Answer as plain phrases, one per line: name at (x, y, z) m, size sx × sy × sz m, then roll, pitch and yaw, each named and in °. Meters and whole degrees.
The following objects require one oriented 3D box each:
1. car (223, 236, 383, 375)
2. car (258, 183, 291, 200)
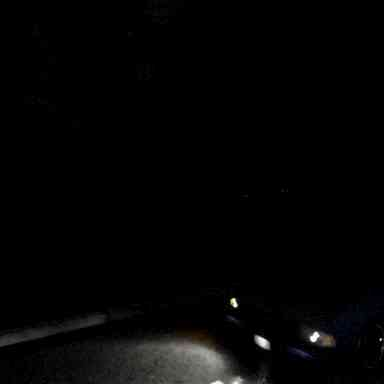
car at (3.116, 1.523, 5.720) m, size 5.357 × 1.411 × 2.033 m, roll 0°, pitch 0°, yaw -33°
car at (9.273, -0.156, 39.888) m, size 2.150 × 2.045 × 5.566 m, roll 1°, pitch 2°, yaw -34°
